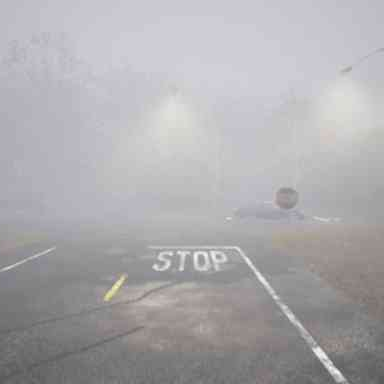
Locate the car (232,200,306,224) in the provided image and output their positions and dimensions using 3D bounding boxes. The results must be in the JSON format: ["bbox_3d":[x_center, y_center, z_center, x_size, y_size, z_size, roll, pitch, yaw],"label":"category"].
[{"bbox_3d":[5.174,1.327,22.574,4.902,1.511,2.128,0,0,0],"label":"car"}]

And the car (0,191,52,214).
[{"bbox_3d":[-15.504,0.914,29.729,5.566,2.045,2.150,0,1,1],"label":"car"}]
